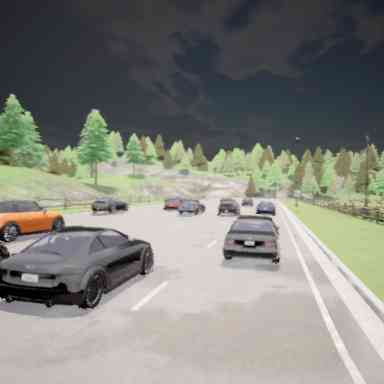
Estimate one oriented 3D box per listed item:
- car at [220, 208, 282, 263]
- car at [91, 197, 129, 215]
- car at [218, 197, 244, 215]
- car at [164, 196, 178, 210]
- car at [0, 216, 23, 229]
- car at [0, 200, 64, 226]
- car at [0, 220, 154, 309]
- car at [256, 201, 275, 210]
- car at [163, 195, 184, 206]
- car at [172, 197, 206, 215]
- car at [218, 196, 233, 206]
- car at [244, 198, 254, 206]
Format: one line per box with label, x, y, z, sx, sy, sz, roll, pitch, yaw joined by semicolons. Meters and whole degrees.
car;2.297;1.583;12.368;2.033;1.411;5.357;1;0;14
car;-7.554;1.252;31.189;2.128;1.511;4.902;1;0;14
car;3.769;1.542;33.367;1.837;1.490;4.892;1;0;14
car;-1.889;1.451;39.761;1.994;1.385;4.181;1;0;14
car;-6.141;1.399;7.234;1.994;1.385;4.181;1;0;14
car;-7.835;1.133;15.109;2.097;1.767;4.553;1;0;14
car;-2.399;1.492;7.828;1.994;1.385;4.181;1;0;14
car;8.000;1.702;35.993;1.994;1.385;4.181;1;0;14
car;-2.798;1.323;51.164;1.882;1.535;5.008;1;0;14
car;0.048;1.494;32.875;2.033;1.411;5.357;1;0;14
car;5.755;1.526;56.501;1.882;1.535;5.008;1;0;14
car;9.594;1.689;57.500;2.033;1.411;5.357;1;0;14
